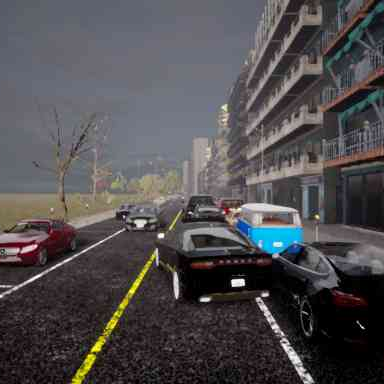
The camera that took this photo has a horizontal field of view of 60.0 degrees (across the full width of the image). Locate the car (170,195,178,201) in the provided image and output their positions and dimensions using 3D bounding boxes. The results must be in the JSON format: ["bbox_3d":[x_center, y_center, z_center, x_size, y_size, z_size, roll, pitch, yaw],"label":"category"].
[{"bbox_3d":[-5.148,1.575,79.254,2.008,1.369,4.403,1,0,0],"label":"car"}]

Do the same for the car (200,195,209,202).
[{"bbox_3d":[2.724,1.462,74.173,1.967,1.590,4.097,1,0,0],"label":"car"}]

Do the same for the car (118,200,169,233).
[{"bbox_3d":[-2.710,1.496,19.920,2.128,1.511,4.902,0,0,0],"label":"car"}]

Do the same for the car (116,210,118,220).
[{"bbox_3d":[-5.250,1.572,28.368,1.947,1.339,4.313,1,0,0],"label":"car"}]

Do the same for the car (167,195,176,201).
[{"bbox_3d":[-5.137,1.578,84.908,2.008,1.369,4.403,1,0,0],"label":"car"}]

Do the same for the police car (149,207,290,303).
[{"bbox_3d":[0.225,1.427,8.486,1.930,1.638,5.238,0,0,-14],"label":"police car"}]

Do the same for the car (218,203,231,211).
[{"bbox_3d":[2.610,1.529,17.733,1.752,1.417,4.829,1,0,0],"label":"car"}]

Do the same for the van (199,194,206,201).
[{"bbox_3d":[2.747,1.369,85.495,1.690,1.788,3.998,1,0,0],"label":"van"}]

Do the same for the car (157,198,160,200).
[{"bbox_3d":[-5.227,1.591,39.676,1.802,1.307,4.206,1,0,0],"label":"car"}]

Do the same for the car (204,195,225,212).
[{"bbox_3d":[2.657,1.324,40.207,2.192,1.841,5.009,1,0,0],"label":"car"}]

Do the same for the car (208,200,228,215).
[{"bbox_3d":[2.643,1.590,34.546,1.802,1.307,4.206,1,0,0],"label":"car"}]

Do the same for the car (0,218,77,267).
[{"bbox_3d":[-5.284,1.585,11.406,1.802,1.307,4.206,1,0,0],"label":"car"}]

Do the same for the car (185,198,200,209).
[{"bbox_3d":[0.106,1.559,46.467,2.033,1.411,5.357,0,0,1],"label":"car"}]

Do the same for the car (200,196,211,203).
[{"bbox_3d":[2.711,1.570,68.511,2.008,1.369,4.403,1,0,0],"label":"car"}]

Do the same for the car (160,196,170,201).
[{"bbox_3d":[-5.193,1.541,56.468,1.752,1.417,4.829,1,0,0],"label":"car"}]

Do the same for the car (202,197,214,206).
[{"bbox_3d":[2.689,1.541,57.360,1.752,1.417,4.829,1,0,0],"label":"car"}]

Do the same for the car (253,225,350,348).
[{"bbox_3d":[2.586,1.567,6.240,1.947,1.339,4.313,1,0,0],"label":"car"}]

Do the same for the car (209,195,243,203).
[{"bbox_3d":[2.623,1.320,23.224,2.192,1.841,5.009,1,0,0],"label":"car"}]

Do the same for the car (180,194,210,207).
[{"bbox_3d":[0.431,1.225,24.572,2.150,2.045,5.566,0,0,-5],"label":"car"}]

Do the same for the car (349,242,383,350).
[{"bbox_3d":[2.578,1.315,0.580,2.192,1.841,5.009,1,0,0],"label":"car"}]

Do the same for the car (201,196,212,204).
[{"bbox_3d":[2.700,1.543,63.021,1.752,1.417,4.829,1,0,0],"label":"car"}]

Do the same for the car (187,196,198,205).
[{"bbox_3d":[0.121,1.542,60.247,1.812,1.442,4.674,0,0,0],"label":"car"}]

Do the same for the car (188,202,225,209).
[{"bbox_3d":[0.862,1.509,18.631,1.837,1.490,4.892,0,0,0],"label":"car"}]

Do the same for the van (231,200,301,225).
[{"bbox_3d":[2.600,1.344,11.902,1.690,1.788,3.998,1,0,0],"label":"van"}]
